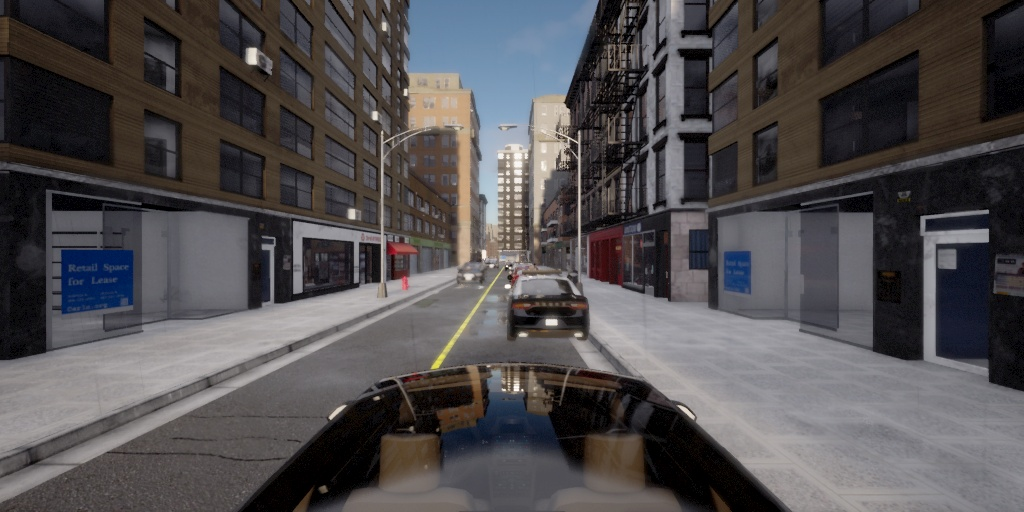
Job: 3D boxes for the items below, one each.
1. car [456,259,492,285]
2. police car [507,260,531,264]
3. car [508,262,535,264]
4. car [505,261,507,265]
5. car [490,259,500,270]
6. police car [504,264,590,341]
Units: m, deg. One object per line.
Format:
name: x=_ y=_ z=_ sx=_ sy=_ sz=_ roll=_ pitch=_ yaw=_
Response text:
car: x=-2.871 y=1.235 z=26.259 sx=2.128 sy=1.511 sz=4.902 roll=0 pitch=0 yaw=0
police car: x=0.804 y=1.169 z=26.033 sx=1.930 sy=1.638 sz=5.238 roll=0 pitch=0 yaw=0
car: x=0.810 y=1.272 z=19.923 sx=1.812 sy=1.442 sz=4.674 roll=0 pitch=0 yaw=0
car: x=0.003 y=1.341 z=47.863 sx=1.895 sy=1.301 sz=4.718 roll=0 pitch=0 yaw=1
car: x=-2.794 y=1.231 z=51.779 sx=2.128 sy=1.511 sz=4.902 roll=0 pitch=0 yaw=0
police car: x=0.819 y=1.174 z=10.033 sx=1.930 sy=1.638 sz=5.238 roll=0 pitch=0 yaw=0
